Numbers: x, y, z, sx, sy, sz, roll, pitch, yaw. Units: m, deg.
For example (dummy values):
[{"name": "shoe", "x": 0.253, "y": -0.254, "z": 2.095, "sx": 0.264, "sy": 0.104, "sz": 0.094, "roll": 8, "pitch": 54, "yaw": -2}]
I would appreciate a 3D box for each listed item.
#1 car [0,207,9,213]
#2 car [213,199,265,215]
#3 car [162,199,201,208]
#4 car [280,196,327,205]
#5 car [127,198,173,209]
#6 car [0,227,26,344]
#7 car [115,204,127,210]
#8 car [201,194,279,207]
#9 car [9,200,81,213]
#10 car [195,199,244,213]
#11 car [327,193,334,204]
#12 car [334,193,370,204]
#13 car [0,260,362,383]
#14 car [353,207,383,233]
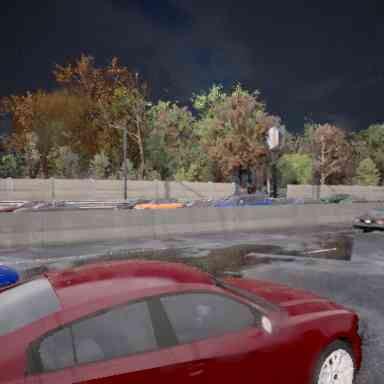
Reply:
[{"name": "car", "x": -13.629, "y": 1.479, "z": 28.301, "sx": 5.008, "sy": 1.535, "sz": 1.882, "roll": 0, "pitch": 0, "yaw": -30}, {"name": "car", "x": 5.034, "y": 1.546, "z": 35.180, "sx": 5.357, "sy": 1.411, "sz": 2.033, "roll": 0, "pitch": 0, "yaw": -31}, {"name": "car", "x": 0.144, "y": 1.524, "z": 28.243, "sx": 4.674, "sy": 1.442, "sz": 1.812, "roll": 0, "pitch": 0, "yaw": -31}, {"name": "car", "x": 13.436, "y": 1.490, "z": 40.101, "sx": 4.902, "sy": 1.511, "sz": 2.128, "roll": 0, "pitch": 0, "yaw": -30}, {"name": "car", "x": -3.154, "y": 1.351, "z": 30.381, "sx": 4.553, "sy": 1.767, "sz": 2.097, "roll": 0, "pitch": 0, "yaw": -30}, {"name": "car", "x": -5.180, "y": 1.478, "z": 4.622, "sx": 5.008, "sy": 1.535, "sz": 1.882, "roll": 0, "pitch": 0, "yaw": -30}, {"name": "car", "x": -5.260, "y": 1.504, "z": 33.200, "sx": 4.892, "sy": 1.490, "sz": 1.837, "roll": 0, "pitch": 0, "yaw": -30}, {"name": "car", "x": 3.862, "y": 1.220, "z": 26.379, "sx": 5.566, "sy": 2.045, "sz": 2.150, "roll": 0, "pitch": 0, "yaw": -30}, {"name": "car", "x": -11.135, "y": 1.492, "z": 25.704, "sx": 4.902, "sy": 1.511, "sz": 2.128, "roll": 0, "pitch": 0, "yaw": -30}, {"name": "car", "x": 3.174, "y": 1.546, "z": 38.152, "sx": 5.357, "sy": 1.411, "sz": 2.033, "roll": 0, "pitch": 0, "yaw": -30}, {"name": "car", "x": 20.974, "y": 1.225, "z": 48.570, "sx": 5.566, "sy": 2.045, "sz": 2.150, "roll": 0, "pitch": 0, "yaw": -30}, {"name": "car", "x": 21.952, "y": 1.354, "z": 45.090, "sx": 4.553, "sy": 1.767, "sz": 2.097, "roll": 0, "pitch": 0, "yaw": -30}, {"name": "car", "x": -0.376, "y": 1.477, "z": 3.381, "sx": 5.008, "sy": 1.535, "sz": 1.882, "roll": 0, "pitch": 0, "yaw": -30}, {"name": "car", "x": 11.126, "y": 1.545, "z": 18.230, "sx": 5.357, "sy": 1.411, "sz": 2.033, "roll": 0, "pitch": 0, "yaw": -30}]
